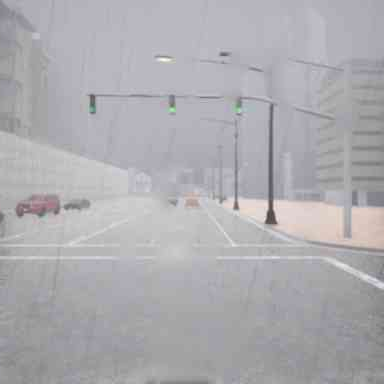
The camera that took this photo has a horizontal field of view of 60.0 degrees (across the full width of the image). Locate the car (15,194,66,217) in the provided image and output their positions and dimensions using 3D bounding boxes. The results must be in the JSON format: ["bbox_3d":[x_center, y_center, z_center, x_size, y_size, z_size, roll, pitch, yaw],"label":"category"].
[{"bbox_3d":[-14.090,1.174,30.888,2.150,2.045,5.566,0,0,0],"label":"car"}]

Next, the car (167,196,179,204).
[{"bbox_3d":[-3.502,1.506,62.088,1.895,1.301,4.718,0,0,0],"label":"car"}]

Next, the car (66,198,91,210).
[{"bbox_3d":[-14.078,1.484,41.282,2.033,1.411,5.357,0,0,0],"label":"car"}]

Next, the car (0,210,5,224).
[{"bbox_3d":[-14.095,1.531,21.607,1.994,1.385,4.181,0,0,0],"label":"car"}]

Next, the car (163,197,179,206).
[{"bbox_3d":[-3.414,1.447,51.852,1.812,1.442,4.674,0,0,0],"label":"car"}]

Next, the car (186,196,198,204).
[{"bbox_3d":[-0.003,1.454,61.269,2.033,1.411,5.357,0,0,0],"label":"car"}]

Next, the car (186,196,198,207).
[{"bbox_3d":[-0.002,1.400,50.850,1.882,1.535,5.008,0,0,0],"label":"car"}]
